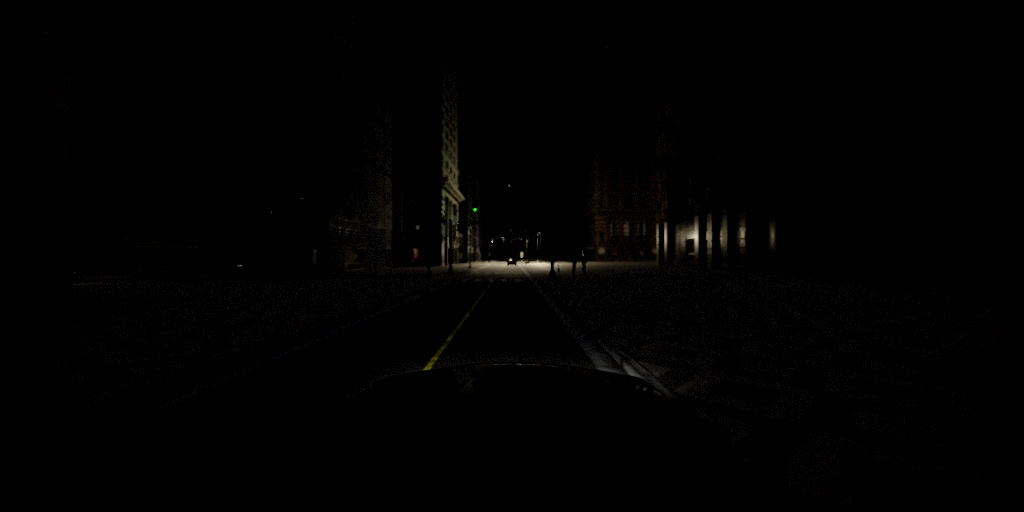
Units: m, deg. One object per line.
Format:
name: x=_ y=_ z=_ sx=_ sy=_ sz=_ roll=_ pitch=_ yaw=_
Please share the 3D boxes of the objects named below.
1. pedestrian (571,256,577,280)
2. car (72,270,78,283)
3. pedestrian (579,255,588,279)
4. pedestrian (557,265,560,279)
pedestrian: x=4.616 y=0.868 z=26.804 sx=0.375 sy=1.860 sz=0.375 roll=0 pitch=0 yaw=0
car: x=-44.123 y=1.601 z=33.403 sx=5.566 sy=2.045 sz=2.150 roll=-1 pitch=0 yaw=0
pedestrian: x=5.535 y=0.858 z=27.404 sx=0.375 sy=1.860 sz=0.375 roll=0 pitch=0 yaw=0
pedestrian: x=3.623 y=0.872 z=28.004 sx=0.375 sy=1.860 sz=0.375 roll=0 pitch=0 yaw=0
